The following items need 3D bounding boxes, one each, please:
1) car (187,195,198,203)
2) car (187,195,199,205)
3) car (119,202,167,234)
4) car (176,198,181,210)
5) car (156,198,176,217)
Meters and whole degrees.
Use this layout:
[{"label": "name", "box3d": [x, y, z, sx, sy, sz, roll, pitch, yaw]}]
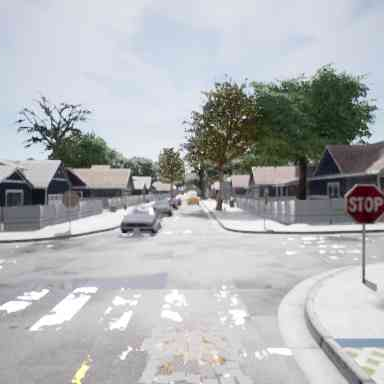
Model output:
[{"label": "car", "box3d": [0.174, 1.423, 66.766, 2.128, 1.511, 4.902, 0, 0, 0]}, {"label": "car", "box3d": [0.245, 1.415, 56.807, 1.882, 1.535, 5.008, 0, 0, 0]}, {"label": "car", "box3d": [-2.797, 1.525, 19.354, 2.033, 1.411, 5.357, 0, 0, 0]}, {"label": "car", "box3d": [-2.734, 1.551, 41.412, 1.895, 1.301, 4.718, 0, 0, 0]}, {"label": "car", "box3d": [-2.765, 1.487, 31.184, 1.812, 1.442, 4.674, 0, 0, 0]}]
